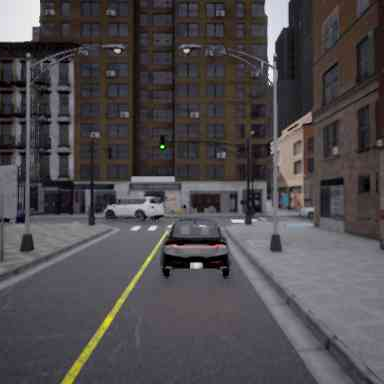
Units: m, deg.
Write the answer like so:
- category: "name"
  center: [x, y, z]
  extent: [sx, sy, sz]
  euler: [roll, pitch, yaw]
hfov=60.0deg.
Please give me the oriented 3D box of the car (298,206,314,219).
- category: "car"
  center: [12.080, 1.645, 30.200]
  extent: [4.674, 1.442, 1.812]
  euler: [-1, -1, -1]

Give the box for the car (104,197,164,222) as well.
- category: "car"
  center: [-5.075, 1.480, 28.953]
  extent: [5.566, 2.045, 2.150]
  euler: [-1, -3, 30]

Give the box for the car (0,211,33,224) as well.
- category: "car"
  center: [-15.459, 1.799, 26.669]
  extent: [5.008, 1.535, 1.882]
  euler: [0, -1, -2]

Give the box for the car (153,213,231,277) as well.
- category: "car"
  center: [0.104, 1.575, 10.455]
  extent: [2.128, 1.511, 4.902]
  euler: [0, 0, 0]

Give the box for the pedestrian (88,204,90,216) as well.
- category: "pedestrian"
  center: [-10.140, 1.771, 32.975]
  extent: [0.375, 1.300, 0.375]
  euler: [0, 0, -1]
